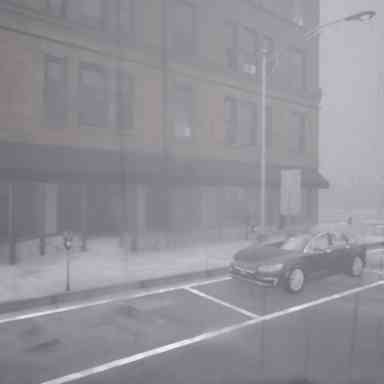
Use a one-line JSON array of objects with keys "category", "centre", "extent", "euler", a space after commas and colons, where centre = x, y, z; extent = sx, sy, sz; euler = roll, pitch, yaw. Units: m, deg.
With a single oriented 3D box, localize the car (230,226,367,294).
[{"category": "car", "centre": [2.965, 1.622, 8.880], "extent": [4.403, 1.369, 2.008], "euler": [1, 0, -35]}]
